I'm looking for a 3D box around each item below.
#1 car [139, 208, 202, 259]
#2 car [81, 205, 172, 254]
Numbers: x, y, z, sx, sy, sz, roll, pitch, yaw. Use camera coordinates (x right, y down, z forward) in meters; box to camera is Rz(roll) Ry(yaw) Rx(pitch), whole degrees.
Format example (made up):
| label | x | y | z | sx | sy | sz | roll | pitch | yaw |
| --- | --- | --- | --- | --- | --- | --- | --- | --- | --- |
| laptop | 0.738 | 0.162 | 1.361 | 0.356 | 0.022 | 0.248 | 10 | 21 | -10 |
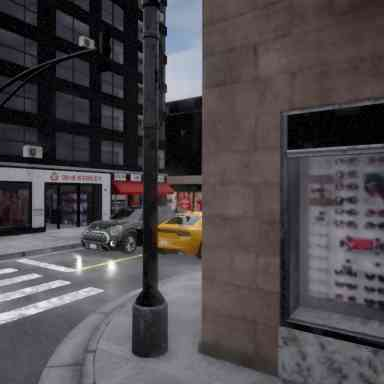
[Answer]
| label | x | y | z | sx | sy | sz | roll | pitch | yaw |
| --- | --- | --- | --- | --- | --- | --- | --- | --- | --- |
| car | 0.465 | 1.501 | 12.860 | 1.882 | 1.535 | 5.008 | 0 | 0 | 33 |
| car | -2.319 | 1.366 | 13.813 | 2.097 | 1.767 | 4.553 | 0 | 0 | 33 |
